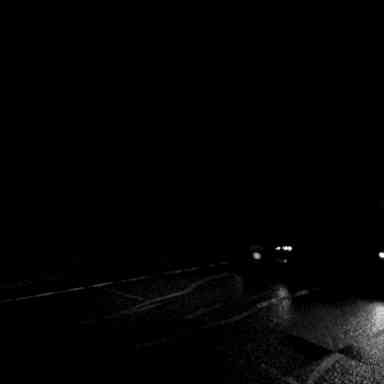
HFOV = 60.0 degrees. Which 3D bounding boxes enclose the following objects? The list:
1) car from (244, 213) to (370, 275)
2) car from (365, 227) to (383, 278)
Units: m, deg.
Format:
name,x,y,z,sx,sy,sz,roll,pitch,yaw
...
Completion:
name,x,y,z,sx,sy,sz,roll,pitch,yaw
car,3.734,1.434,10.343,4.902,1.511,2.128,0,0,-36
car,6.579,1.535,8.381,4.718,1.301,1.895,0,0,-36
